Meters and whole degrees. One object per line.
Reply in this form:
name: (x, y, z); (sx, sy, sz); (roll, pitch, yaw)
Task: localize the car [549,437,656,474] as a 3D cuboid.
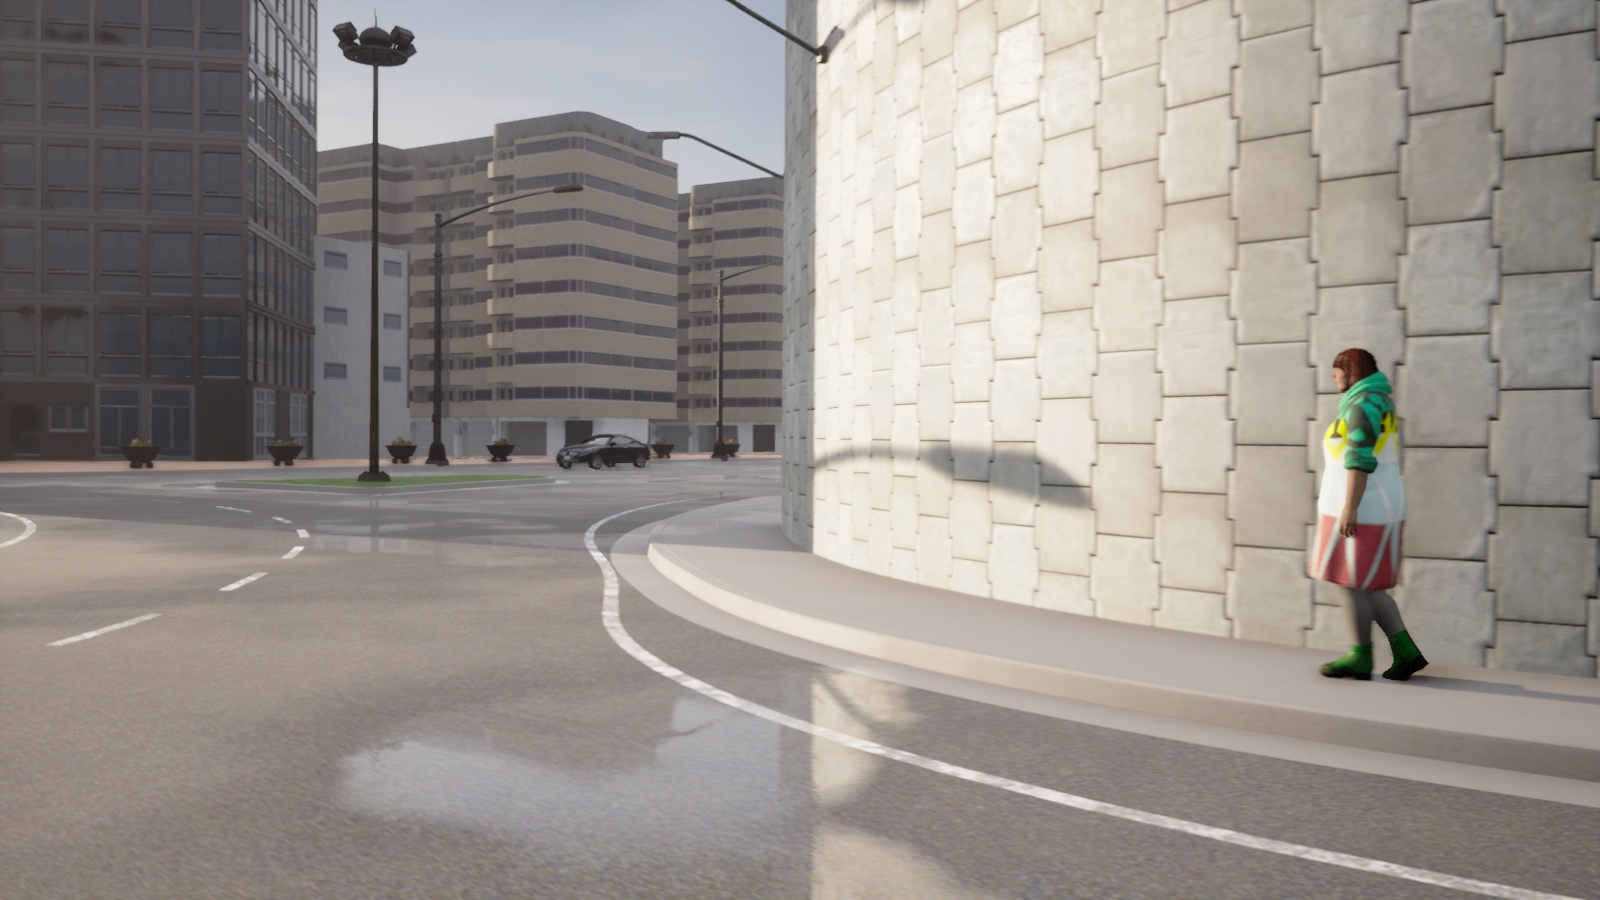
car: (-8.176, 0.203, 52.448); (1.812, 1.442, 4.674); (0, 1, 31)

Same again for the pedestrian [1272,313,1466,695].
pedestrian: (3.146, 0.271, 6.931); (0.873, 1.952, 0.659); (0, 1, 33)
